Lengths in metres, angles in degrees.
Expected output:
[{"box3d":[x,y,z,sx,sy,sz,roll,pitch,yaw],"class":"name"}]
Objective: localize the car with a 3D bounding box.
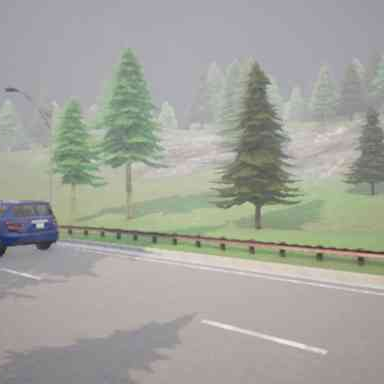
[{"box3d":[-7.879,1.349,13.603,5.566,2.045,2.150,0,0,31],"class":"car"}]
